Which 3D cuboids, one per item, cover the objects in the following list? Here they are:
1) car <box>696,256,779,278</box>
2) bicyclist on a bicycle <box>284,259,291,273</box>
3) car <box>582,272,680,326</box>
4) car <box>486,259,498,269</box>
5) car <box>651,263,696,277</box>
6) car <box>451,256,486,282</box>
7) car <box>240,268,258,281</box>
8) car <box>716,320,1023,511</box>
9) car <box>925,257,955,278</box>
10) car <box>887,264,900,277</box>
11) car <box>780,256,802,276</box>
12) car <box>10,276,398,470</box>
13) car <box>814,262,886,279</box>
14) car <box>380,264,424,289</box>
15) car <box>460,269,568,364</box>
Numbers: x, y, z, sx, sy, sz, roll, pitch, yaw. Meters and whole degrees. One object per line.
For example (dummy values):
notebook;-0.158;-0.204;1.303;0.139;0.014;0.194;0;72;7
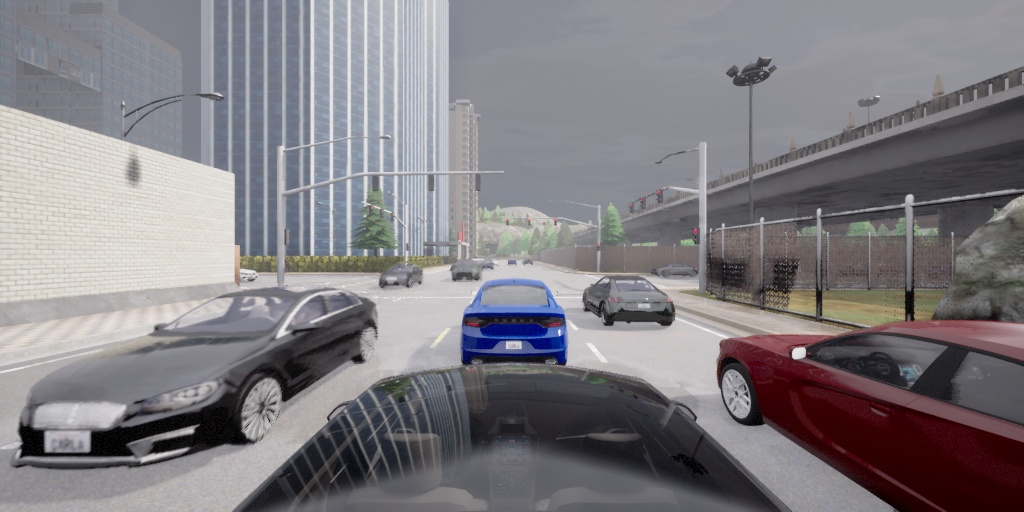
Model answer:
car;20.000;1.027;31.949;5.566;2.045;2.150;0;0;0
bicyclist on a bicycle;-25.294;1.106;40.146;0.582;1.620;1.656;0;0;0
car;3.576;1.314;11.679;1.994;1.385;4.181;0;0;0
car;-3.585;1.297;52.388;2.033;1.411;5.357;0;0;0
car;16.022;1.369;35.445;4.181;1.385;1.994;0;0;0
car;-3.594;1.130;29.301;2.097;1.767;4.553;0;0;0
car;-22.633;1.331;28.189;4.674;1.442;1.812;0;0;0
car;3.601;1.228;2.685;1.882;1.535;5.008;0;0;0
car;40.477;1.027;31.971;5.566;2.045;2.150;0;0;0
car;35.557;1.331;35.466;4.674;1.442;1.812;0;0;0
car;25.378;1.027;35.467;5.566;2.045;2.150;0;0;-1
car;-3.599;1.241;5.353;2.128;1.511;4.902;0;0;0
car;29.769;1.406;31.967;4.718;1.301;1.895;0;0;0
car;-7.096;1.268;23.463;2.128;1.511;4.902;0;0;0
car;0.054;1.228;8.019;1.882;1.535;5.008;0;0;1
